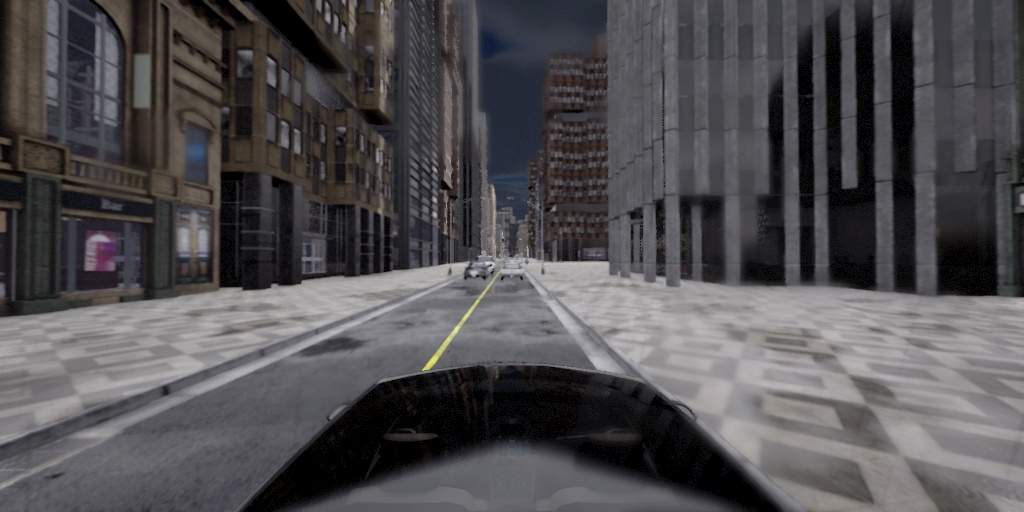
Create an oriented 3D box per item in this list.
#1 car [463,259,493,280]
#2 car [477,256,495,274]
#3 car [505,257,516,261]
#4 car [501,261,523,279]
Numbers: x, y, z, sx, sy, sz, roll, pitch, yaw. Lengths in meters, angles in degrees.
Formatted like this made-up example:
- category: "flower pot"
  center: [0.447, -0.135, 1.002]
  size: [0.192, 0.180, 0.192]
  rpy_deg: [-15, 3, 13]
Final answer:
- category: "car"
  center: [-3.046, 1.255, 31.091]
  size: [2.128, 1.511, 4.902]
  rpy_deg: [0, 0, 0]
- category: "car"
  center: [-3.056, 0.972, 40.170]
  size: [2.150, 2.045, 5.566]
  rpy_deg: [0, 0, 0]
- category: "car"
  center: [0.018, 1.291, 50.794]
  size: [1.812, 1.442, 4.674]
  rpy_deg: [0, 0, 0]
- category: "car"
  center: [0.021, 1.359, 31.754]
  size: [1.895, 1.301, 4.718]
  rpy_deg: [0, 0, 0]
